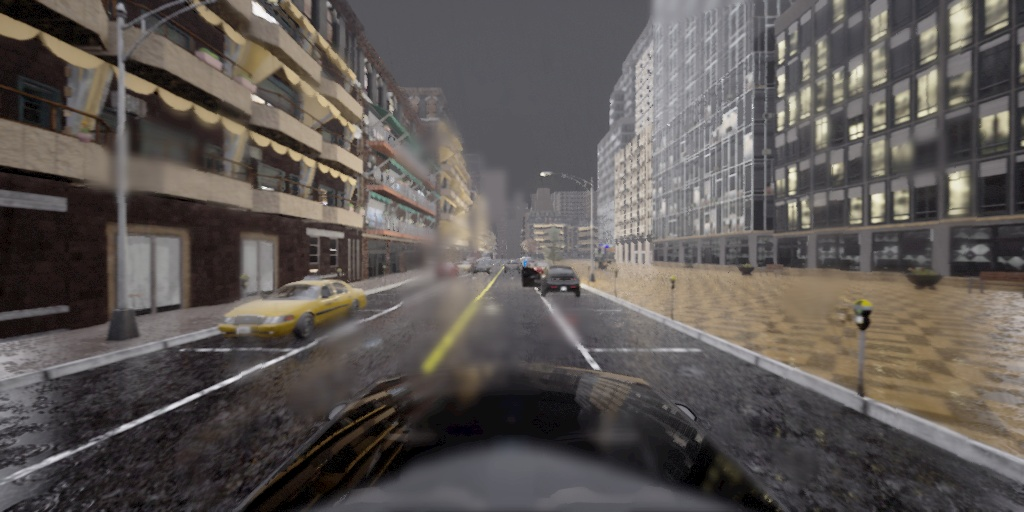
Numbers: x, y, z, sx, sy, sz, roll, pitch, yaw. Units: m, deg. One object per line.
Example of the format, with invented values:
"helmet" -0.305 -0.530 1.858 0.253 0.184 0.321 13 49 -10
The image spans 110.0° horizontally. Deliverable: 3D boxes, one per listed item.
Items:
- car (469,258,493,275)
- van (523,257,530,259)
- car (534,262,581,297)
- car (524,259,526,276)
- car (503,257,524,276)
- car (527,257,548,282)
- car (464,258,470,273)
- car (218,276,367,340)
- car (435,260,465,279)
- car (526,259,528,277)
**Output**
"car" -3.093 1.237 38.287 1.837 1.490 4.892 0 0 0
"van" 2.682 1.073 59.938 1.690 1.789 3.998 0 0 0
"car" 2.352 1.241 18.722 1.837 1.490 4.892 0 0 0
"car" 2.684 1.312 43.359 1.802 1.307 4.207 0 0 0
"car" 0.040 1.221 42.793 2.128 1.511 4.902 0 0 1
"car" 2.685 1.171 32.305 1.967 1.591 4.097 0 0 0
"car" -5.697 1.255 43.188 1.751 1.417 4.829 0 0 0
"car" -5.692 1.267 10.028 1.751 1.417 4.829 0 0 0
"car" -5.695 1.276 32.304 1.888 1.381 4.507 0 0 0
"car" 2.684 1.256 38.002 1.751 1.417 4.829 0 0 0
